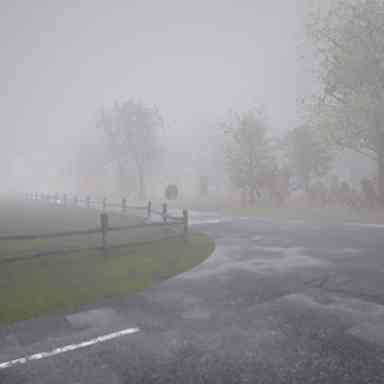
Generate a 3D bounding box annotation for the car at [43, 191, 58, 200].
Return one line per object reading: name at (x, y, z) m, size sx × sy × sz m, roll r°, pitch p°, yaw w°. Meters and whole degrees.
car at (-22.862, 0.560, 53.247) m, size 1.812 × 1.442 × 4.674 m, roll -2°, pitch 2°, yaw -36°
